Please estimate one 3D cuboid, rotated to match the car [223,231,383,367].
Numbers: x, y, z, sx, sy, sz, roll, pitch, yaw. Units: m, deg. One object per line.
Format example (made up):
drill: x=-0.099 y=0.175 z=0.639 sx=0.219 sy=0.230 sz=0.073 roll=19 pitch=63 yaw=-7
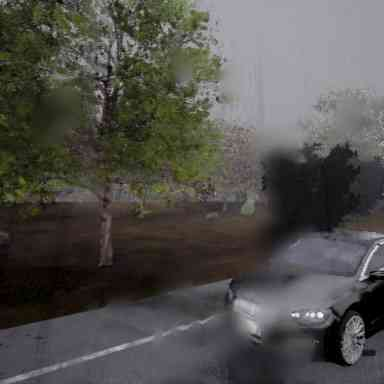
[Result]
car: x=2.671 y=1.509 z=5.939 sx=4.902 sy=1.511 sz=2.128 roll=0 pitch=0 yaw=-39
